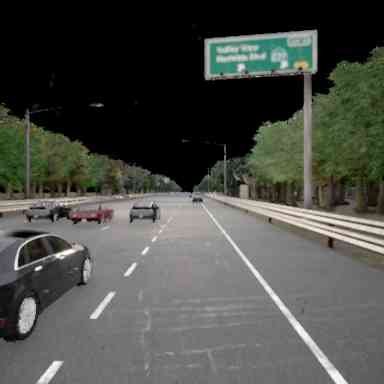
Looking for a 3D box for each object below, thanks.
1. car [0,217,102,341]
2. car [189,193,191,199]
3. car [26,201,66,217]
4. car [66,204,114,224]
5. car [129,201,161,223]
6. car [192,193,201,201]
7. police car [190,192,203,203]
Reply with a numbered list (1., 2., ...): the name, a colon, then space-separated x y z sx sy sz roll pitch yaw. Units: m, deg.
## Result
1. car: -3.400 1.485 6.431 1.837 1.490 4.892 0 0 0
2. car: 1.069 1.020 72.010 2.150 2.045 5.566 0 0 0
3. car: -10.396 1.416 24.598 2.128 1.511 4.902 0 0 0
4. car: -6.896 1.529 23.521 1.895 1.301 4.718 0 0 0
5. car: -3.398 1.417 24.665 2.128 1.511 4.902 0 0 0
6. car: 1.077 1.135 77.942 2.097 1.767 4.553 0 0 0
7. police car: 1.063 1.244 62.102 1.930 1.638 5.238 0 0 0
